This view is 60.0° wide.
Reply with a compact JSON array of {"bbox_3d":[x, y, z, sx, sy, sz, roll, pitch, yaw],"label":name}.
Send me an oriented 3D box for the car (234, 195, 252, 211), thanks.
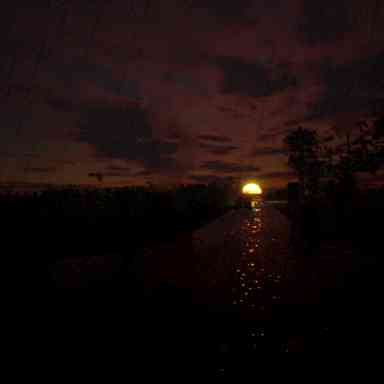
[{"bbox_3d":[7.208,1.465,46.540,2.150,2.045,5.566,-2,-1,12],"label":"car"}]
